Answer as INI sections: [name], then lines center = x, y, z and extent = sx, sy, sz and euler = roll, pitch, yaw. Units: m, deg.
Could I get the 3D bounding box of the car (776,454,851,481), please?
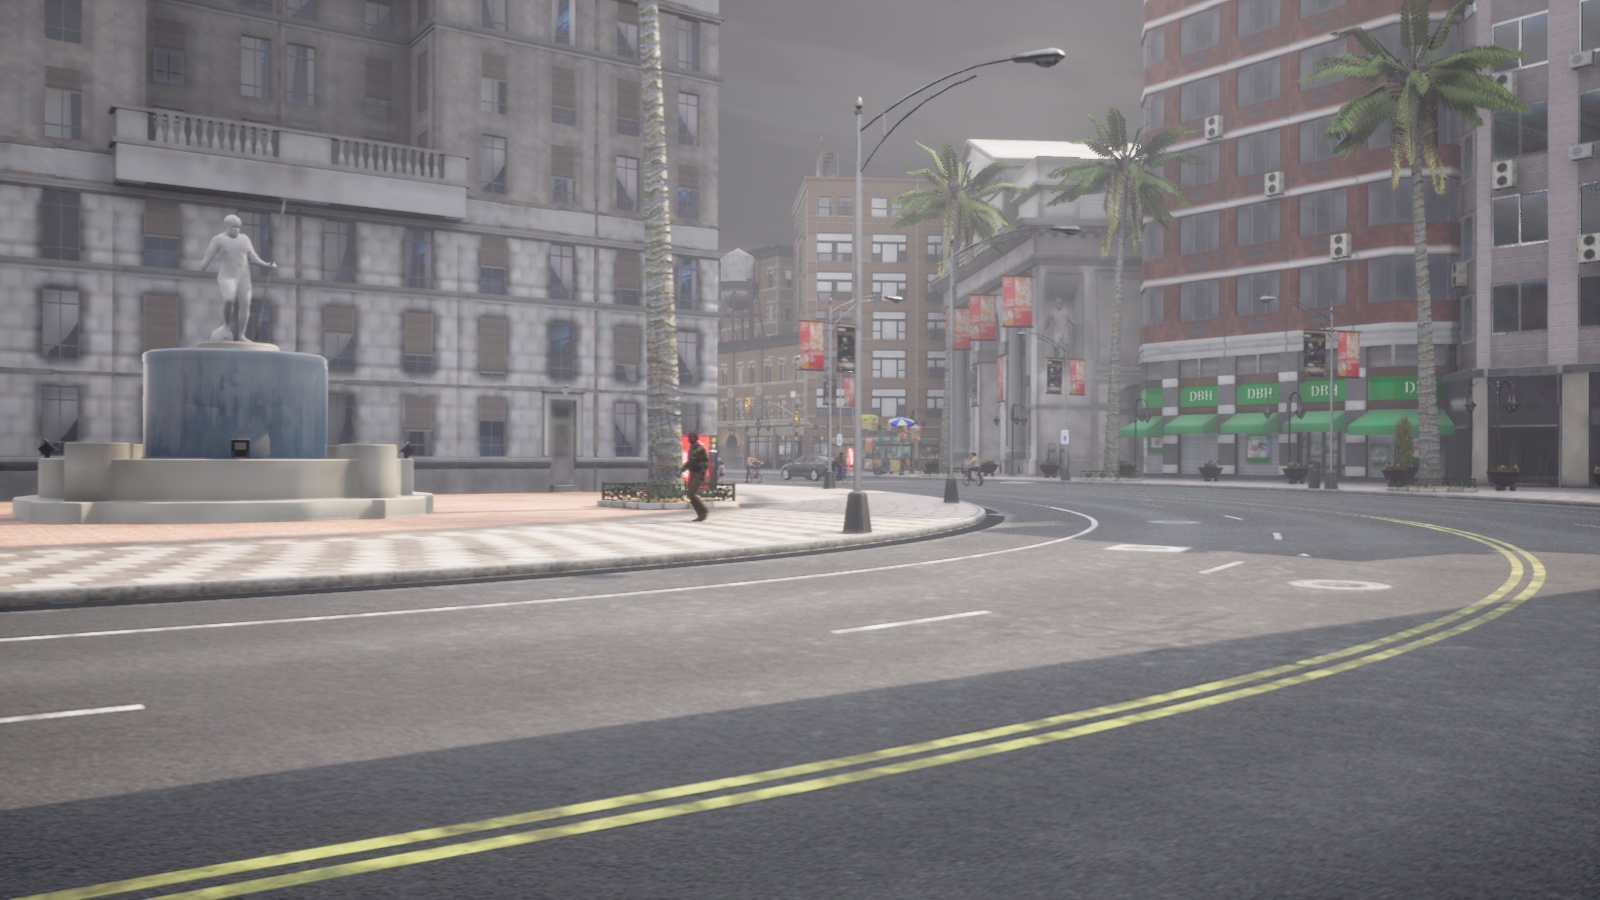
[car]
center = 0.729, 1.000, 71.838
extent = 1.837, 1.490, 4.892
euler = 0, 0, -34

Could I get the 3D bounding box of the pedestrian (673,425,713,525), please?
[pedestrian]
center = -2.099, 0.489, 24.640
extent = 0.692, 1.930, 0.395
euler = 0, 0, -43
